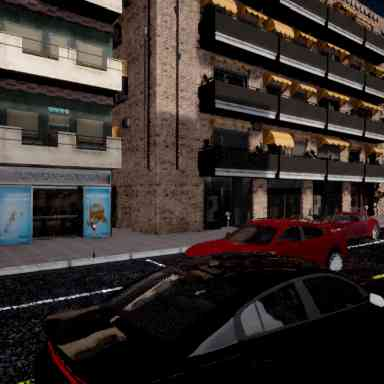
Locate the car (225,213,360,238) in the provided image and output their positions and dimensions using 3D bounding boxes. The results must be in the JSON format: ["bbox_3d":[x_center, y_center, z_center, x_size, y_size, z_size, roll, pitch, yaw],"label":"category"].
[{"bbox_3d":[2.097,1.478,8.737,5.008,1.535,1.882,0,0,-36],"label":"car"}]

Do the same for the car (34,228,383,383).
[{"bbox_3d":[0.900,1.478,3.940,5.008,1.535,1.882,0,0,-35],"label":"car"}]

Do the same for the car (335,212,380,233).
[{"bbox_3d":[7.172,1.583,15.538,4.206,1.307,1.802,0,0,-35],"label":"car"}]
